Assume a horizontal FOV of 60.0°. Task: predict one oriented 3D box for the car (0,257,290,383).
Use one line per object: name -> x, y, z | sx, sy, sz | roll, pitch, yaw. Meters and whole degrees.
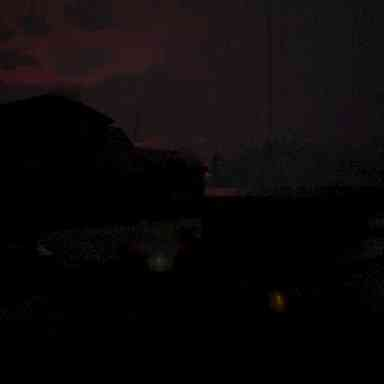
car -> -0.742, 1.576, 4.066 | 4.181, 1.385, 1.994 | 1, 0, -35
